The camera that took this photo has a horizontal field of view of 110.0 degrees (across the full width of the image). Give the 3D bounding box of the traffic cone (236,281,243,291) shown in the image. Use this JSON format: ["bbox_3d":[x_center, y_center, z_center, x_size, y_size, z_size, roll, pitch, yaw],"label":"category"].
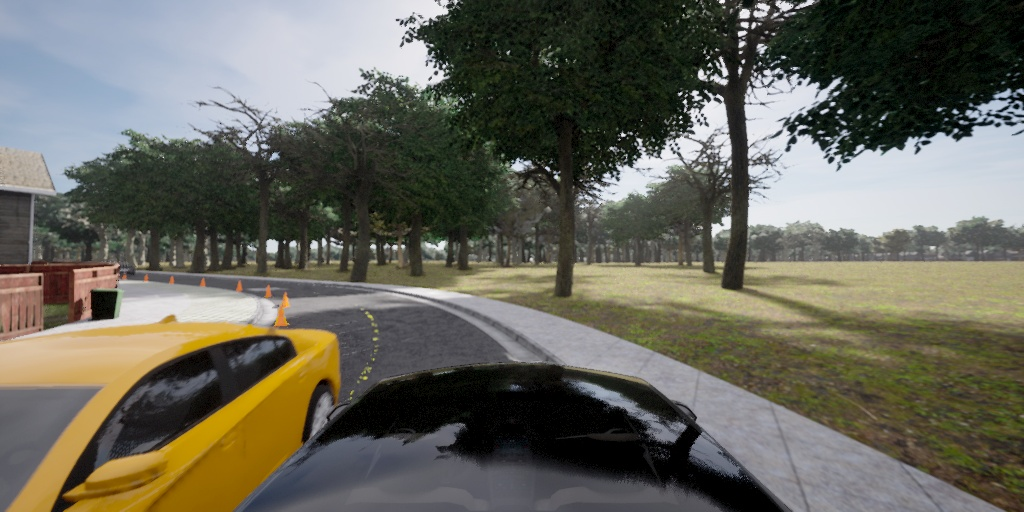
[{"bbox_3d":[-15.578,1.707,20.488,0.340,0.580,0.340,0,0,33],"label":"traffic cone"}]

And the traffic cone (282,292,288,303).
[{"bbox_3d":[-9.008,1.731,14.243,0.340,0.580,0.340,0,0,-36],"label":"traffic cone"}]

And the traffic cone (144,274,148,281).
[{"bbox_3d":[-28.454,1.713,27.888,0.340,0.580,0.340,0,0,30],"label":"traffic cone"}]

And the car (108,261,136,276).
[{"bbox_3d":[-41.117,1.321,37.318,4.902,1.511,2.128,0,-2,29],"label":"car"}]

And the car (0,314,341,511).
[{"bbox_3d":[-2.628,1.234,2.038,1.882,1.535,5.008,0,0,-8],"label":"car"}]

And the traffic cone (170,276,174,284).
[{"bbox_3d":[-24.110,1.707,25.410,0.340,0.580,0.340,0,0,30],"label":"traffic cone"}]

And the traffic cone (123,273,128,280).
[{"bbox_3d":[-32.797,1.719,30.367,0.340,0.580,0.340,0,0,30],"label":"traffic cone"}]

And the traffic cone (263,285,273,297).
[{"bbox_3d":[-12.011,1.720,17.662,0.340,0.580,0.340,0,0,44],"label":"traffic cone"}]

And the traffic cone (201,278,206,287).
[{"bbox_3d":[-19.766,1.702,22.932,0.340,0.580,0.340,0,0,30],"label":"traffic cone"}]

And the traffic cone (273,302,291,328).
[{"bbox_3d":[-6.666,1.732,10.342,0.340,0.580,0.340,0,0,-26],"label":"traffic cone"}]
